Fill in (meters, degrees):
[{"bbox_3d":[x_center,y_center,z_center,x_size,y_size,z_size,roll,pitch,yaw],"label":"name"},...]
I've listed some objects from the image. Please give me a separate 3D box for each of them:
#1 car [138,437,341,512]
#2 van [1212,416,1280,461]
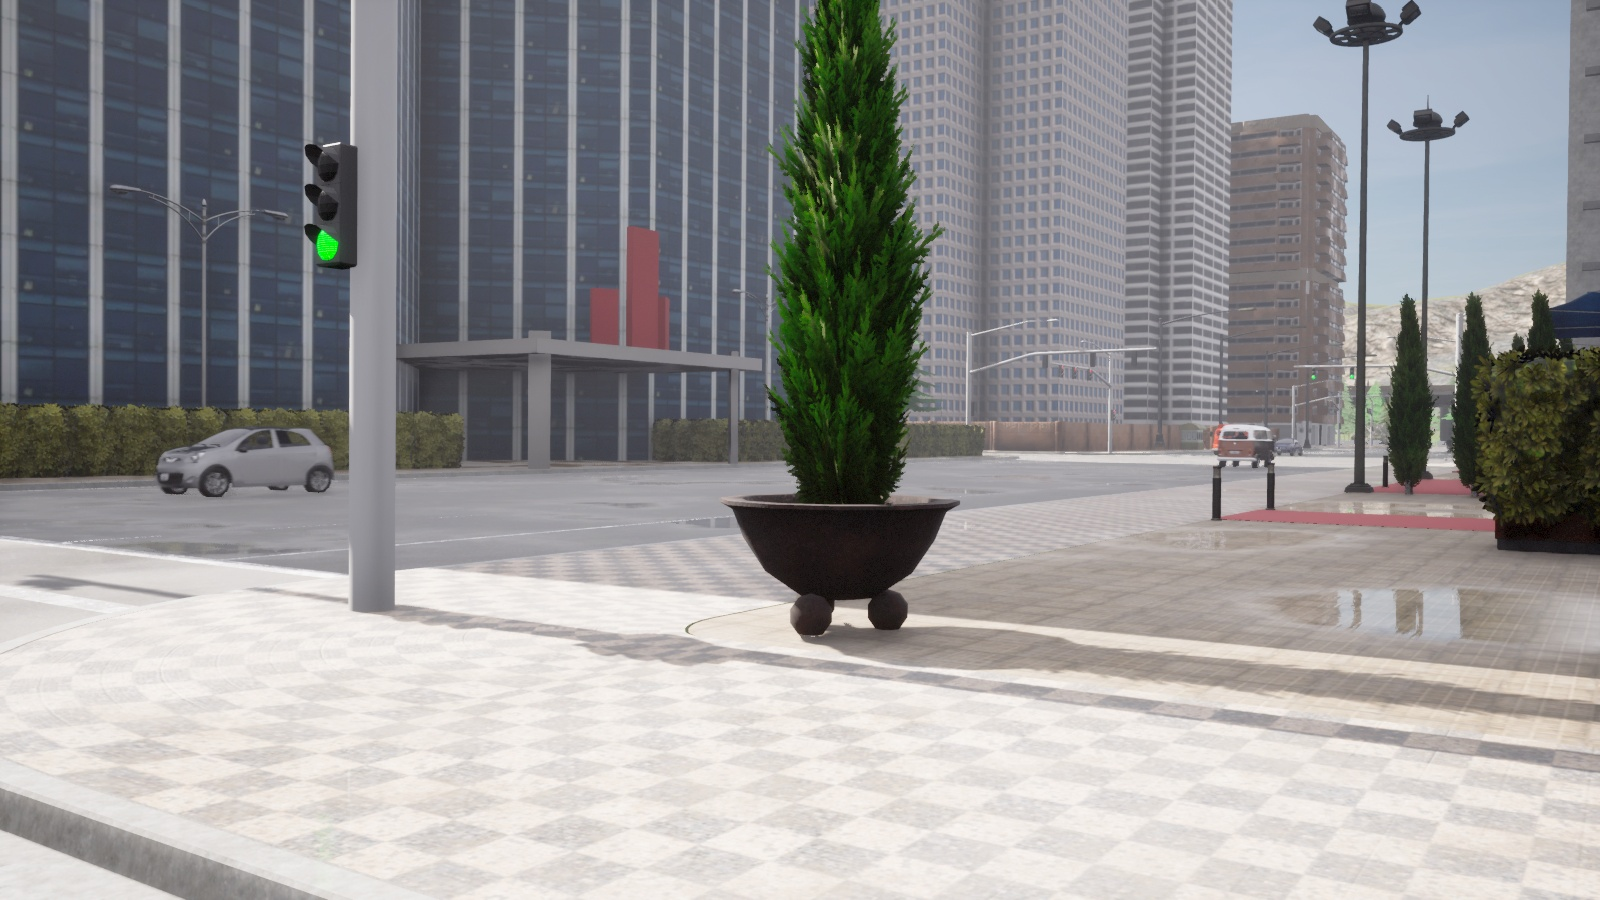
[{"bbox_3d":[-12.227,0.479,27.587,1.845,1.501,3.633,0,1,33],"label":"car"},{"bbox_3d":[21.325,-0.557,59.955,2.069,2.038,4.480,0,1,33],"label":"van"}]
